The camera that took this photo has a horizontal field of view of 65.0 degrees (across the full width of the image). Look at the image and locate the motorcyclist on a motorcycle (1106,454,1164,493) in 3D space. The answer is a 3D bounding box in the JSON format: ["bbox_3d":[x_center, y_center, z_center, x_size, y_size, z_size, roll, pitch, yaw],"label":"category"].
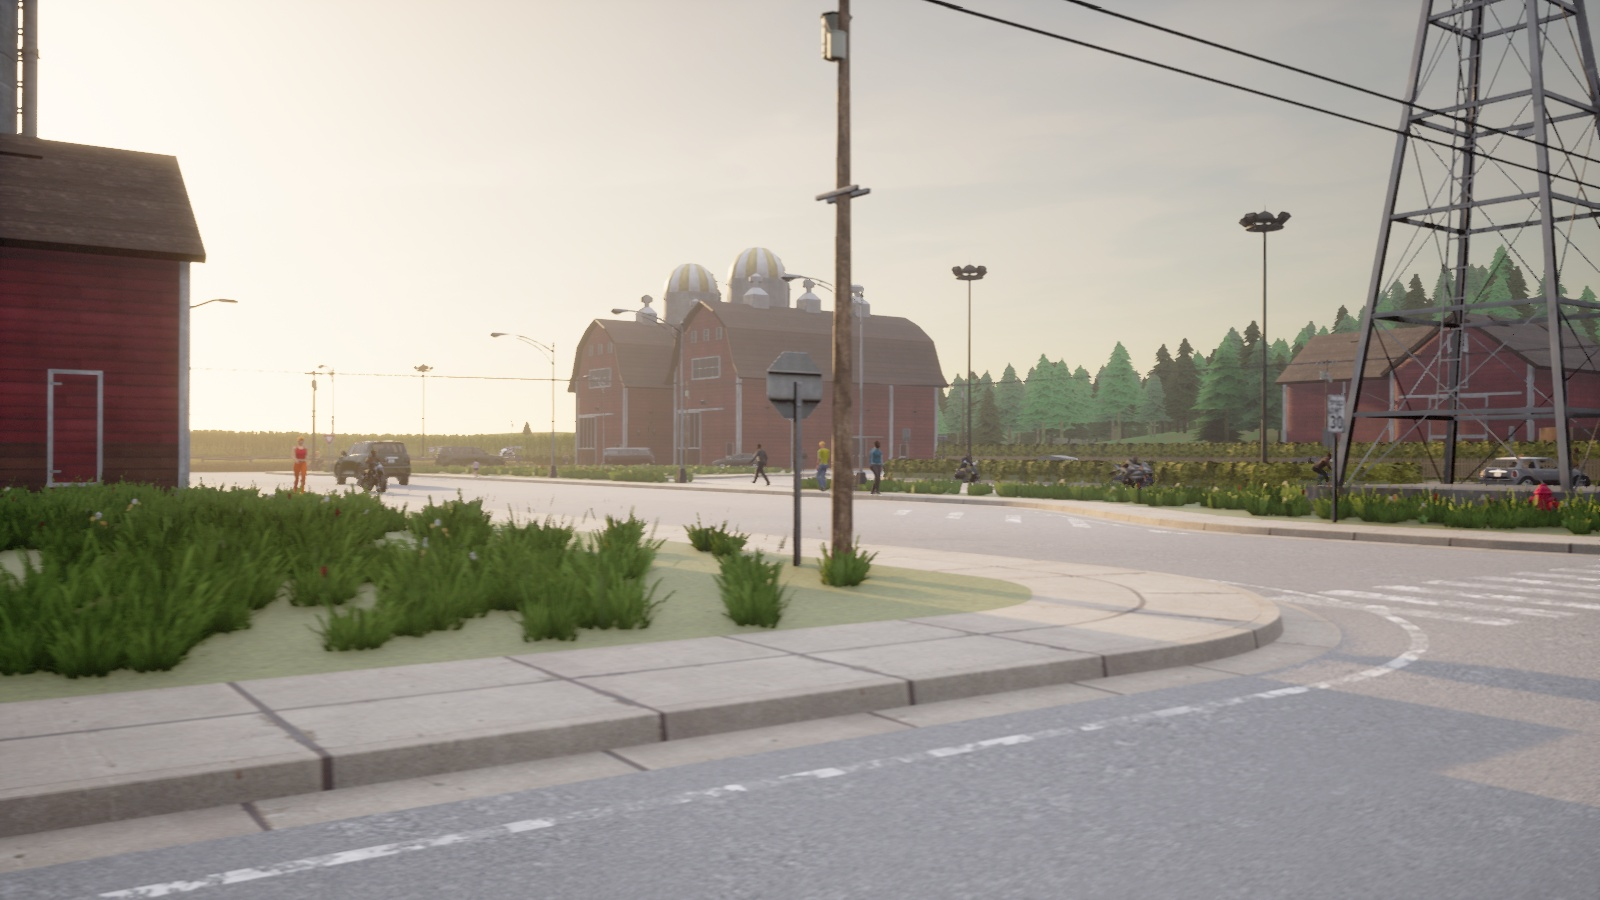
[{"bbox_3d":[13.414,0.936,50.358,0.866,1.530,2.191,0,0,-36],"label":"motorcyclist on a motorcycle"}]

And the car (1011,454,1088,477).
[{"bbox_3d":[16.310,1.004,82.269,2.163,1.488,4.792,0,0,-35],"label":"car"}]

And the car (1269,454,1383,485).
[{"bbox_3d":[26.061,0.929,62.337,2.163,1.488,4.792,0,0,-35],"label":"car"}]

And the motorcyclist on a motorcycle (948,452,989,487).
[{"bbox_3d":[7.797,0.885,58.235,0.866,1.590,1.817,0,0,-35],"label":"motorcyclist on a motorcycle"}]

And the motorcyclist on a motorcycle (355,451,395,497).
[{"bbox_3d":[-15.793,0.864,46.617,0.766,1.649,2.350,0,0,-36],"label":"motorcyclist on a motorcycle"}]

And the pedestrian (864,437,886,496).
[{"bbox_3d":[2.454,0.535,41.198,0.396,1.930,0.692,0,0,-35],"label":"pedestrian"}]

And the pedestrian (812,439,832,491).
[{"bbox_3d":[0.766,0.548,44.728,0.354,1.836,0.706,0,0,-36],"label":"pedestrian"}]

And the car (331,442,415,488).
[{"bbox_3d":[-19.878,0.674,58.246,2.150,2.045,5.566,0,0,-36],"label":"car"}]

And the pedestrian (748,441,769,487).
[{"bbox_3d":[-1.753,0.585,53.324,0.788,1.949,0.423,0,0,34],"label":"pedestrian"}]

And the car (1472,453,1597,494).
[{"bbox_3d":[26.981,0.840,46.154,3.806,1.475,1.970,0,0,-19],"label":"car"}]

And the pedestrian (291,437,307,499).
[{"bbox_3d":[-14.882,0.537,37.316,0.345,1.836,0.594,0,0,-32],"label":"pedestrian"}]
